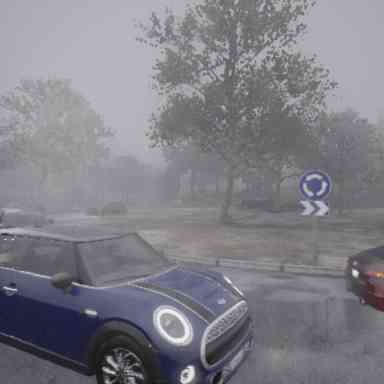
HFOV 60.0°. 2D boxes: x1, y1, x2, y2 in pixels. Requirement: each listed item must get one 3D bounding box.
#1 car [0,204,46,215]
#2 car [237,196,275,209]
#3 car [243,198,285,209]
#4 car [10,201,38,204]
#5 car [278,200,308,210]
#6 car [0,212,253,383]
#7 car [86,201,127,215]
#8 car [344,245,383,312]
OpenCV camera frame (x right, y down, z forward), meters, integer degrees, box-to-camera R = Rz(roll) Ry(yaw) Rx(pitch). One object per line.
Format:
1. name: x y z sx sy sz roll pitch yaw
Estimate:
1. car: -6.983 1.500 13.739 1.837 1.490 4.892 0 2 -32
2. car: 8.014 1.322 42.063 4.553 1.767 2.097 1 0 4
3. car: 9.747 1.522 45.265 5.357 1.411 2.033 1 0 5
4. car: -13.247 1.491 25.708 2.128 1.511 4.902 0 0 7
5. car: 13.317 1.617 41.174 4.718 1.301 1.895 1 0 20
6. car: -1.429 1.350 4.990 4.553 1.767 2.097 0 0 30
7. car: -8.189 1.562 32.218 1.994 1.385 4.181 0 0 29
8. car: 5.188 1.561 6.273 4.181 1.385 1.994 0 0 7
